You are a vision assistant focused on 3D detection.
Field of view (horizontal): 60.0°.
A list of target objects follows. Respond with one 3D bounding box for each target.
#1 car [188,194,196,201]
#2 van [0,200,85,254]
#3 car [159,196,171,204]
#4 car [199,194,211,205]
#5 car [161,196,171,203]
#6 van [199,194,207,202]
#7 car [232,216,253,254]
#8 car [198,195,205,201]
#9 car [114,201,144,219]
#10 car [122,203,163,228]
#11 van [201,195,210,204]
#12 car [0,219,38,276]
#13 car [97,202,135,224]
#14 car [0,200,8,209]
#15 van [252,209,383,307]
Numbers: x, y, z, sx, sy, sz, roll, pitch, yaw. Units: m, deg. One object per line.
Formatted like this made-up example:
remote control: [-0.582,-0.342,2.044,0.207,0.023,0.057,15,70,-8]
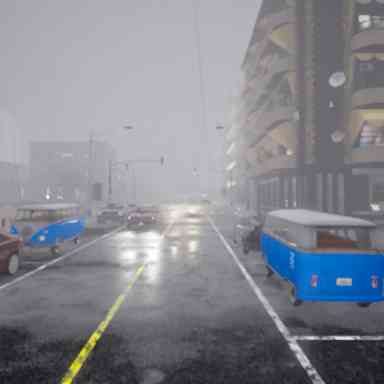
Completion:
car: [-0.029,1.570,90.219,2.128,1.511,4.902,0,0,0]
van: [-5.648,1.369,13.356,1.690,1.788,3.998,1,0,0]
car: [-5.701,1.678,68.357,1.802,1.307,4.206,1,0,0]
car: [2.682,1.643,62.815,2.008,1.369,4.403,1,0,0]
car: [-5.702,1.645,73.938,1.887,1.381,4.507,1,0,0]
van: [2.679,1.444,79.558,1.690,1.788,3.998,1,0,0]
car: [2.696,1.593,13.391,1.947,1.339,4.313,1,0,0]
car: [2.673,1.632,90.888,1.752,1.417,4.829,1,0,0]
car: [-5.656,1.602,30.293,1.887,1.381,4.507,1,0,0]
car: [-3.091,1.644,22.443,1.895,1.301,4.718,0,0,0]
van: [2.683,1.437,68.395,1.690,1.788,3.998,1,0,0]
car: [-5.649,1.562,7.709,1.887,1.381,4.507,1,0,0]
car: [-5.653,1.488,24.647,1.967,1.590,4.097,1,0,0]
car: [-30.695,1.867,50.748,4.206,1.307,1.802,0,-1,1]
van: [2.701,1.358,7.745,1.690,1.788,3.998,1,0,0]
